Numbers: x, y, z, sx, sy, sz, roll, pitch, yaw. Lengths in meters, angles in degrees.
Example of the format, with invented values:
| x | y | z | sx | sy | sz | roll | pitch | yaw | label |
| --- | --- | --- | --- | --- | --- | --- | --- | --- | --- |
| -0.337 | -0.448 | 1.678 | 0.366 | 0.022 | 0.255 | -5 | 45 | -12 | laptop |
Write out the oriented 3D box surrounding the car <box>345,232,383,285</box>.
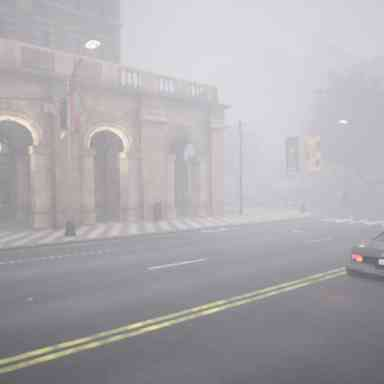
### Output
| x | y | z | sx | sy | sz | roll | pitch | yaw | label |
| --- | --- | --- | --- | --- | --- | --- | --- | --- | --- |
| 5.889 | 1.415 | 8.068 | 5.357 | 1.411 | 2.033 | -1 | 1 | -36 | car |

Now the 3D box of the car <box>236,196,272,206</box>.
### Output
| x | y | z | sx | sy | sz | roll | pitch | yaw | label |
| --- | --- | --- | --- | --- | --- | --- | --- | --- | --- |
| 7.992 | 1.176 | 43.291 | 1.895 | 1.301 | 4.718 | -1 | 1 | -36 | car |
